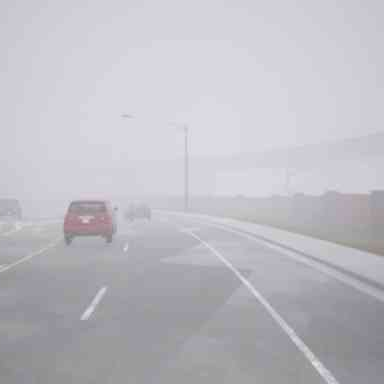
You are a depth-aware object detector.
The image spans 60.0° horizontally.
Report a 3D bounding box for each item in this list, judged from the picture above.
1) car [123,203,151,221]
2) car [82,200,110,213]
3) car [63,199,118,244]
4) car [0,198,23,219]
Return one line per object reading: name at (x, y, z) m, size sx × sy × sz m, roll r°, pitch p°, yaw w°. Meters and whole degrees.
car at (-4.950, 1.730, 29.714) m, size 2.128 × 1.511 × 4.902 m, roll 0°, pitch -1°, yaw -20°
car at (-12.838, 1.863, 44.389) m, size 1.801 × 1.575 × 5.366 m, roll -1°, pitch 0°, yaw -36°
car at (-5.083, 1.382, 17.110) m, size 2.150 × 2.045 × 5.566 m, roll 0°, pitch 0°, yaw -10°
car at (-18.212, 1.655, 33.063) m, size 2.150 × 2.045 × 5.566 m, roll 0°, pitch -1°, yaw -30°
